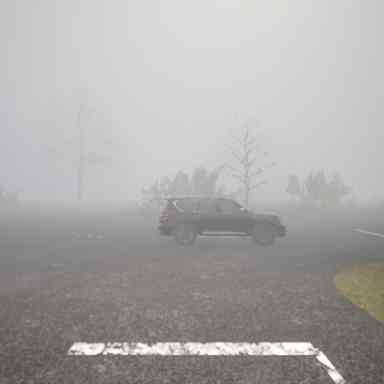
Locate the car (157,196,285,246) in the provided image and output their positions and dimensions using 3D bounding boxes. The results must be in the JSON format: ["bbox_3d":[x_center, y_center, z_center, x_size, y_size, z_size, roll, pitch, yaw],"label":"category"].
[{"bbox_3d":[1.223,1.219,14.773,5.566,2.045,2.150,0,0,-1],"label":"car"}]
